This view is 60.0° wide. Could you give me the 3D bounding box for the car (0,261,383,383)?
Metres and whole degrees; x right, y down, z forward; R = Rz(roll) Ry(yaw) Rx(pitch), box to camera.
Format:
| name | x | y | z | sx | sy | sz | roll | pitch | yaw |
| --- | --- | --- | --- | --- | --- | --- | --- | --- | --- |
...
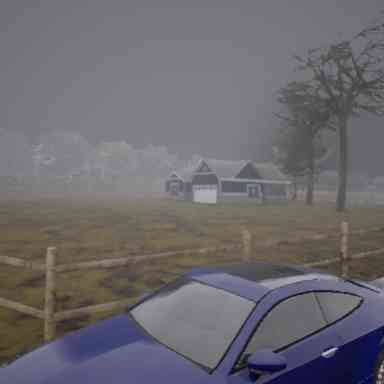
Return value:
| name | x | y | z | sx | sy | sz | roll | pitch | yaw |
| --- | --- | --- | --- | --- | --- | --- | --- | --- | --- |
| car | 0.456 | 1.538 | 3.399 | 4.674 | 1.442 | 1.812 | 0 | 0 | -35 |
